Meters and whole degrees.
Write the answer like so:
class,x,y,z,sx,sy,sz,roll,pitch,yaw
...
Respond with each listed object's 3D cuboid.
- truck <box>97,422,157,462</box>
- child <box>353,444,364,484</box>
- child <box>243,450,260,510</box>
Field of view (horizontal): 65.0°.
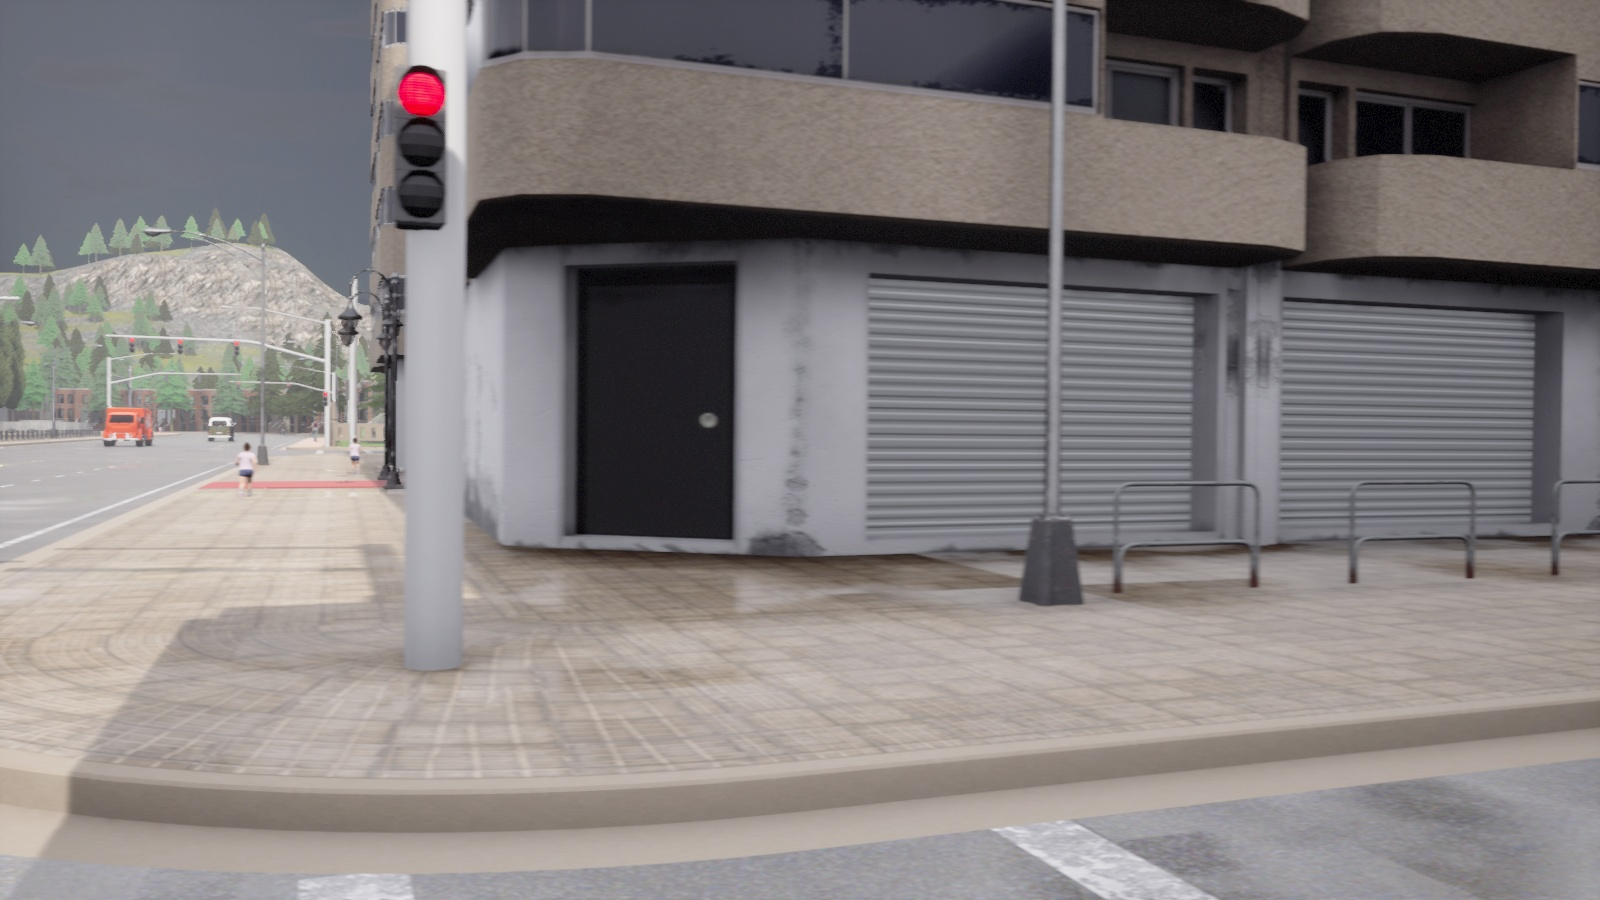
class,x,y,z,sx,sy,sz,roll,pitch,yaw
truck,-42.942,-0.526,80.269,2.627,2.467,5.204,-1,1,-20
child,-12.398,0.395,35.292,0.255,1.110,0.394,-1,1,-18
child,-10.386,0.562,23.774,0.255,1.110,0.394,-1,1,-20
